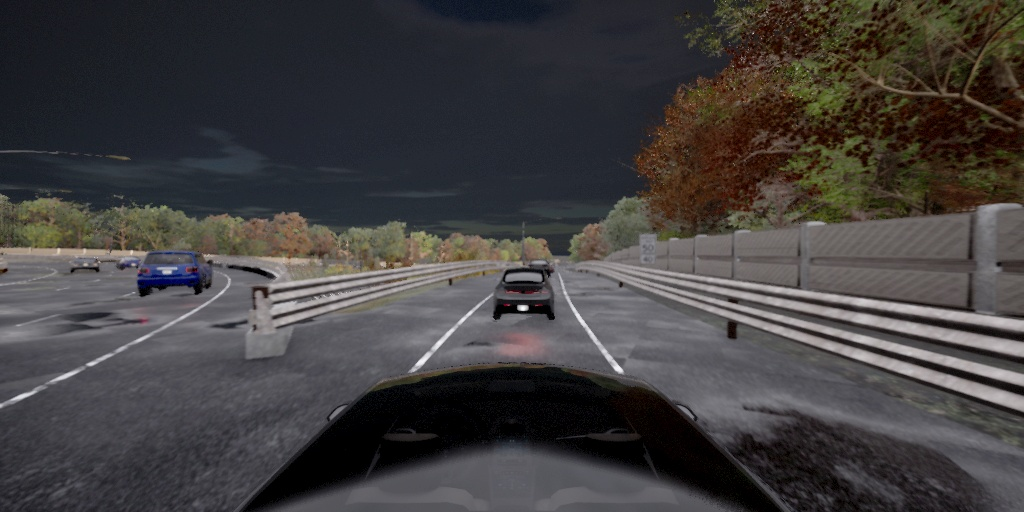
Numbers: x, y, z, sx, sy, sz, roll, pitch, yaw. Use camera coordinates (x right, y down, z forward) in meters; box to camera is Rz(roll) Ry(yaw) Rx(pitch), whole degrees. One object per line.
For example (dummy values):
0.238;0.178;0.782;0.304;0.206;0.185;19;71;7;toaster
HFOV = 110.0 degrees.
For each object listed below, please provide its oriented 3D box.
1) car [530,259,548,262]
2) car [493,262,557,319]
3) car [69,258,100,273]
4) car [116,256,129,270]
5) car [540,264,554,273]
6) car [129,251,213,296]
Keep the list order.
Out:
2.319;1.011;30.429;1.882;1.535;5.008;0;0;7;car
0.458;1.144;12.278;1.837;1.490;4.892;0;1;4;car
-41.904;0.855;35.200;5.357;1.411;2.033;1;1;39;car
-43.403;0.771;40.781;4.674;1.442;1.812;1;1;37;car
5.693;1.992;57.839;1.994;1.385;4.181;0;-3;9;car
-16.585;0.765;17.894;2.150;2.045;5.566;0;1;-34;car
